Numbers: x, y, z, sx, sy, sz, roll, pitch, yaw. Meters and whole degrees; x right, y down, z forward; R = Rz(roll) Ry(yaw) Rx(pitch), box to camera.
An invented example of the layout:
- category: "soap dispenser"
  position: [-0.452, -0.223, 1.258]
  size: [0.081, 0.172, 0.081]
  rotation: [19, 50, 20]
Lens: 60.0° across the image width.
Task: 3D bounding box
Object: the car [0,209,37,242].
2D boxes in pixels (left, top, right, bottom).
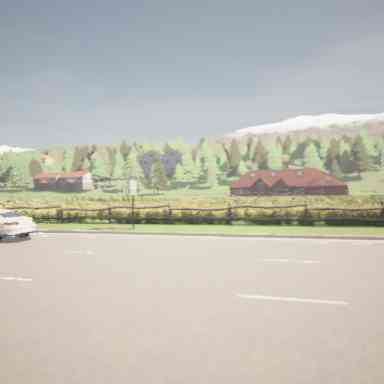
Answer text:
- category: "car"
  position: [-9.613, 1.541, 15.705]
  size: [4.674, 1.442, 1.812]
  rotation: [-1, 1, 17]
